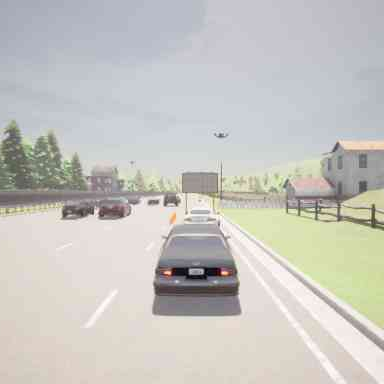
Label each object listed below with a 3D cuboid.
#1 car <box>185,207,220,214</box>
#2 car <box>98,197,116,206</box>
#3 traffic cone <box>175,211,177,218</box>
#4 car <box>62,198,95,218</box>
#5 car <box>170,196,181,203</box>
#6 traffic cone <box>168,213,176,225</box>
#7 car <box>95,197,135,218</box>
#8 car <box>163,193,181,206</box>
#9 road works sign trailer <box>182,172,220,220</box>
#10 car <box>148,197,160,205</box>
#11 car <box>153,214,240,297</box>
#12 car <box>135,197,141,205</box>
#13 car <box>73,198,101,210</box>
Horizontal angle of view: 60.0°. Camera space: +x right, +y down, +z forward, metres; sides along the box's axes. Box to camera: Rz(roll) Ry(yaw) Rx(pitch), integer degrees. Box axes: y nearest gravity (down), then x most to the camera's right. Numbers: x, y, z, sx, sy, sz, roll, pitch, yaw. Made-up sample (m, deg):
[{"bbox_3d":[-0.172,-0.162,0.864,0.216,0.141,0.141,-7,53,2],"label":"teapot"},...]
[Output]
[{"bbox_3d":[0.565,1.538,18.434,1.812,1.442,4.674,0,-1,5],"label":"car"},{"bbox_3d":[-13.832,1.564,54.390,1.994,1.385,4.181,0,0,0],"label":"car"},{"bbox_3d":[-1.456,1.955,25.127,0.340,0.580,0.340,0,0,0],"label":"traffic cone"},{"bbox_3d":[-10.362,1.525,30.437,1.812,1.442,4.674,0,0,0],"label":"car"},{"bbox_3d":[-3.315,1.564,68.522,1.994,1.385,4.181,0,0,0],"label":"car"},{"bbox_3d":[-1.459,1.955,23.127,0.340,0.580,0.340,0,0,0],"label":"traffic cone"},{"bbox_3d":[-6.863,1.354,30.115,2.097,1.767,4.553,0,0,0],"label":"car"},{"bbox_3d":[-3.334,1.221,53.307,2.150,2.045,5.566,0,0,0],"label":"car"},{"bbox_3d":[0.514,0.464,22.048,2.380,3.560,2.880,0,0,-4],"label":"road works sign trailer"},{"bbox_3d":[-6.824,1.600,60.196,1.895,1.301,4.718,0,0,0],"label":"car"},{"bbox_3d":[0.108,1.547,8.770,2.033,1.411,5.357,0,0,1],"label":"car"},{"bbox_3d":[-10.327,1.563,59.068,1.994,1.385,4.181,0,0,0],"label":"car"},{"bbox_3d":[-13.825,1.547,44.175,2.033,1.411,5.357,0,0,-1],"label":"car"}]
